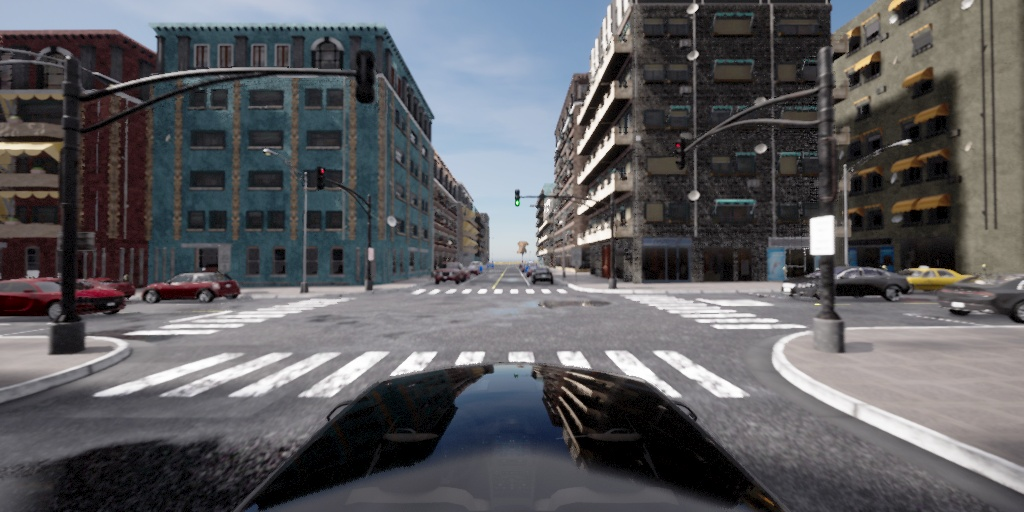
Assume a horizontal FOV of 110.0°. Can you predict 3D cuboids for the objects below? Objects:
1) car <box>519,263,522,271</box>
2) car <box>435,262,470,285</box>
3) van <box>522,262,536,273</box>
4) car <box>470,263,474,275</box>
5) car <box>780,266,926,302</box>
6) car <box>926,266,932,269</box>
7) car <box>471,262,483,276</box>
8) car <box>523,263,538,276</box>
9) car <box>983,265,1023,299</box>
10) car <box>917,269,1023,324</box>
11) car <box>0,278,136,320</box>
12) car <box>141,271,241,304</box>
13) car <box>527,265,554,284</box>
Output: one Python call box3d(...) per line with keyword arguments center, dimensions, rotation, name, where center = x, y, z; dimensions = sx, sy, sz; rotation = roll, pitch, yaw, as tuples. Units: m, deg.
box3d(center=(2.607, 1.927, 58.831), dimensions=(1.967, 1.591, 4.097), rotation=(0, 0, 0), name="car")
box3d(center=(-5.295, 1.448, 31.078), dimensions=(2.192, 1.841, 5.009), rotation=(0, 0, 0), name="car")
box3d(center=(2.599, 1.687, 47.728), dimensions=(1.690, 1.789, 3.998), rotation=(0, 0, 0), name="van")
box3d(center=(-5.290, 1.750, 36.630), dimensions=(1.888, 1.381, 4.507), rotation=(0, 0, 0), name="car")
box3d(center=(14.901, 1.234, 16.209), dimensions=(4.902, 1.511, 2.128), rotation=(-1, -1, 0), name="car")
box3d(center=(21.145, 1.225, 18.610), dimensions=(4.829, 1.417, 1.751), rotation=(0, 0, 0), name="car")
box3d(center=(-5.282, 1.891, 47.733), dimensions=(1.888, 1.381, 4.507), rotation=(0, 0, 0), name="car")
box3d(center=(2.594, 1.858, 42.176), dimensions=(1.802, 1.307, 4.207), rotation=(0, 0, 0), name="car")
box3d(center=(24.769, 1.146, 16.126), dimensions=(4.674, 1.442, 1.812), rotation=(-1, -1, 0), name="car")
box3d(center=(15.608, 1.203, 10.776), dimensions=(4.403, 1.370, 2.007), rotation=(0, 0, 0), name="car")
box3d(center=(-17.641, 1.581, 13.531), dimensions=(5.008, 1.535, 1.882), rotation=(-1, -1, 0), name="car")
box3d(center=(-16.894, 1.615, 18.933), dimensions=(4.097, 1.591, 1.967), rotation=(0, 0, 0), name="car")
box3d(center=(2.586, 1.700, 31.073), dimensions=(1.948, 1.339, 4.313), rotation=(0, 0, 0), name="car")
